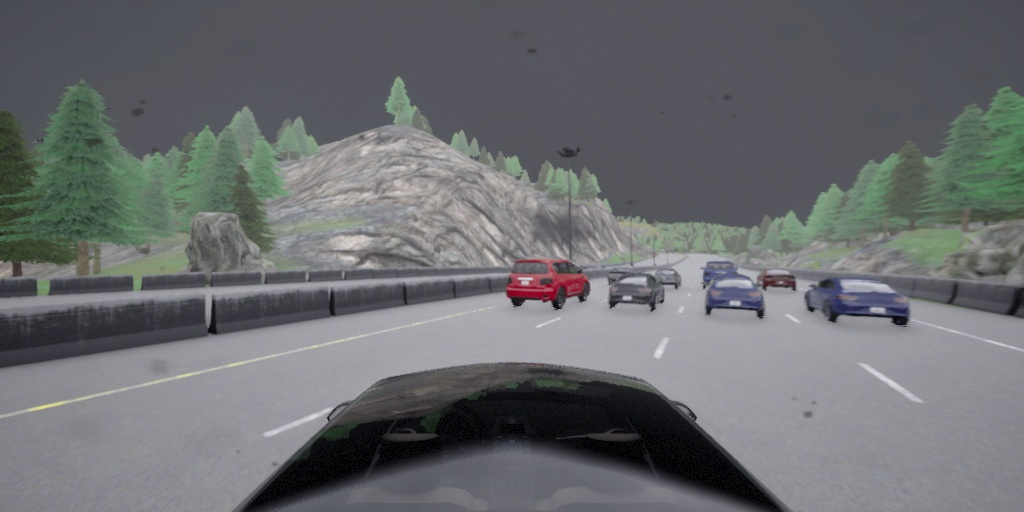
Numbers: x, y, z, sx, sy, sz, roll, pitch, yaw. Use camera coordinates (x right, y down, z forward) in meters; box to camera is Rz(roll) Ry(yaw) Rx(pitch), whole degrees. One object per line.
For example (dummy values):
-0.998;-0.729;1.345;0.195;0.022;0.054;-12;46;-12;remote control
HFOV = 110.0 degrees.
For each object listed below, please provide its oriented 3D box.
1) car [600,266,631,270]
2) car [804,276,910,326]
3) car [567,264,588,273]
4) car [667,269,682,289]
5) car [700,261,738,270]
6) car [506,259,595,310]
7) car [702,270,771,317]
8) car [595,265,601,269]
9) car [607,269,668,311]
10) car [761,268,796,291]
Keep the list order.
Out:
9.373;1.687;30.237;2.128;1.511;4.902;0;-1;29;car
11.668;1.428;12.381;1.812;1.442;4.674;0;-1;29;car
11.753;2.264;64.229;2.128;1.511;4.902;0;-1;29;car
11.955;1.707;27.674;2.033;1.411;5.357;0;-1;29;car
15.094;1.368;26.123;2.150;2.045;5.566;0;-1;29;car
1.790;1.161;16.216;2.150;2.045;5.566;0;-1;29;car
8.590;1.446;14.046;1.812;1.442;4.674;0;-1;29;car
14.851;2.245;62.615;2.128;1.511;4.902;0;-1;29;car
5.507;1.465;15.703;1.812;1.442;4.674;0;-1;29;car
18.966;1.629;25.892;1.882;1.535;5.008;0;-1;29;car
